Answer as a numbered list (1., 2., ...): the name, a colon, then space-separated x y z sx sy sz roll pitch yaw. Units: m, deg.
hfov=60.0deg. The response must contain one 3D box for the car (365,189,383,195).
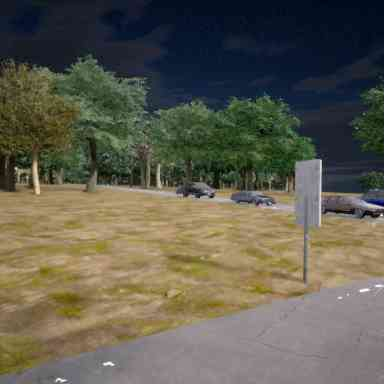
1. car: 14.013 0.793 24.416 2.150 2.045 5.566 2 2 -25

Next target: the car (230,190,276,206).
1. car: 5.985 0.556 33.246 2.033 1.411 5.357 2 2 -29

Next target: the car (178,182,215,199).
1. car: 0.822 -0.236 42.737 2.150 2.045 5.566 2 1 -28

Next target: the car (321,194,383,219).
1. car: 11.078 1.010 23.905 2.033 1.411 5.357 2 2 -28

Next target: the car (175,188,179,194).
1. car: -1.145 -0.239 52.868 1.994 1.385 4.181 2 2 -29
